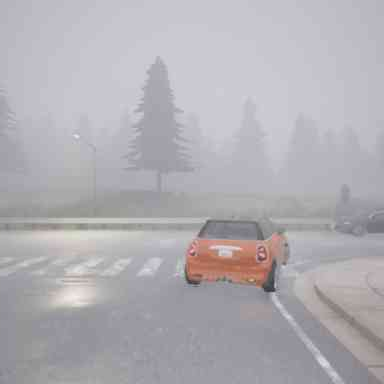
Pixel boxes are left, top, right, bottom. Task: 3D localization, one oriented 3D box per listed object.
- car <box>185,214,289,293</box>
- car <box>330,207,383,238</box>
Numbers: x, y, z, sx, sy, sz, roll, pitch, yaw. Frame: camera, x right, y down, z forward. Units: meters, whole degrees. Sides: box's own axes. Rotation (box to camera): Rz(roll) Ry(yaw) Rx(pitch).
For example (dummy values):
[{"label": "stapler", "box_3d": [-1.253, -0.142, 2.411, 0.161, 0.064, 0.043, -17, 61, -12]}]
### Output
[{"label": "car", "box_3d": [1.468, 1.389, 9.321, 2.097, 1.767, 4.553, 0, 0, 20]}, {"label": "car", "box_3d": [9.856, 1.561, 17.455, 4.902, 1.511, 2.128, 0, 0, 1]}]
